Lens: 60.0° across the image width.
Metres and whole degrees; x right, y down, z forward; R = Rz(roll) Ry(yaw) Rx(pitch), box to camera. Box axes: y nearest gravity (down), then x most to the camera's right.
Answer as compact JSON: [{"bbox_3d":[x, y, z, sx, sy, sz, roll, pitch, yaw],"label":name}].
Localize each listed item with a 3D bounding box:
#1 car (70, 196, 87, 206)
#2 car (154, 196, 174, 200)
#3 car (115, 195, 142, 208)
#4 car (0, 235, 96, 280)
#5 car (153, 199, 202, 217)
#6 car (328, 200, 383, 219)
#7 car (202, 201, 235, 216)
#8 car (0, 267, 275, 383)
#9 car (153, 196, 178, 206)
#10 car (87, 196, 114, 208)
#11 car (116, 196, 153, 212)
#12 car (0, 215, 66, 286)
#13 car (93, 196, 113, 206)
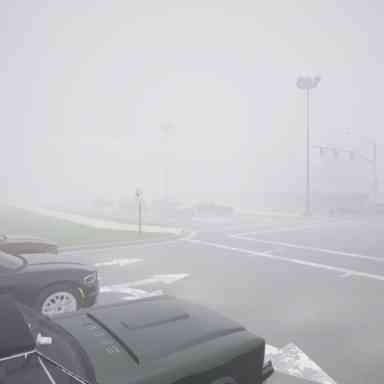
[{"bbox_3d":[-18.994,1.478,55.874,1.882,1.535,5.008,0,0,-35],"label":"car"},{"bbox_3d":[-3.434,1.505,40.337,1.837,1.490,4.892,0,0,-36],"label":"car"},{"bbox_3d":[-9.301,1.352,48.377,2.097,1.767,4.553,0,0,-36],"label":"car"},{"bbox_3d":[-3.994,1.478,5.215,5.008,1.535,1.882,0,0,-35],"label":"car"},{"bbox_3d":[-1.502,1.601,31.763,1.895,1.301,4.718,0,0,-36],"label":"car"},{"bbox_3d":[14.602,1.491,29.567,2.128,1.511,4.902,0,0,-36],"label":"car"},{"bbox_3d":[2.041,1.601,32.847,1.895,1.301,4.718,0,0,-36],"label":"car"},{"bbox_3d":[-1.535,1.601,2.665,4.718,1.301,1.895,0,0,-35],"label":"car"},{"bbox_3d":[-4.468,1.477,55.668,1.882,1.535,5.008,0,0,-36],"label":"car"},{"bbox_3d":[-12.771,1.478,47.208,1.882,1.535,5.008,0,0,-36],"label":"car"},{"bbox_3d":[-6.833,1.352,39.057,2.097,1.767,4.553,0,0,-36],"label":"car"},{"bbox_3d":[-5.934,1.478,8.133,5.008,1.535,1.882,0,0,-35],"label":"car"},{"bbox_3d":[-15.166,1.505,56.535,1.837,1.490,4.892,0,0,-35],"label":"car"}]
